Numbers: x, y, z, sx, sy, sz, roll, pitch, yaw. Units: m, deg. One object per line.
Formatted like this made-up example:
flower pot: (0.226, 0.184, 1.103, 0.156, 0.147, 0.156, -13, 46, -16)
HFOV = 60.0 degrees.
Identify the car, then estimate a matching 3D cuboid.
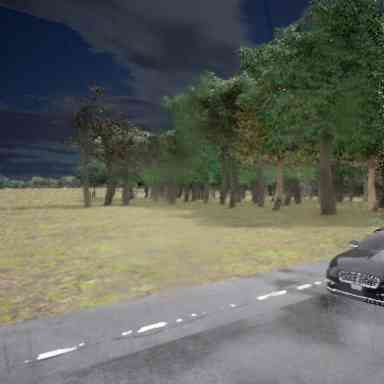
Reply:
car: (5.030, 1.519, 7.580, 4.892, 1.490, 1.837, 0, 0, -35)
